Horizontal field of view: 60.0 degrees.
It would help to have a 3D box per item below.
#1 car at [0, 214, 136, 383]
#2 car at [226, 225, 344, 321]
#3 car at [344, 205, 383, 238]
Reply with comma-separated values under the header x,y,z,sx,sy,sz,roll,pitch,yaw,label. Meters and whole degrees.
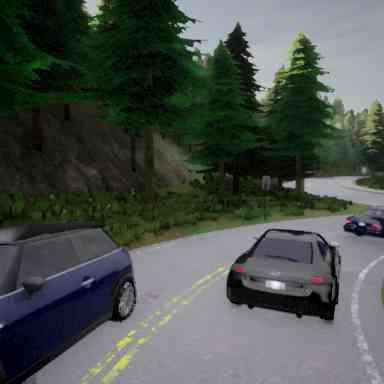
x,y,z,sx,sy,sz,roll,pitch,yaw,label
-2.550,1.291,4.372,2.097,1.767,4.553,1,1,17,car
2.250,1.532,7.496,1.994,1.385,4.181,2,2,24,car
9.276,1.356,15.370,5.357,1.411,2.033,-1,5,-32,car
